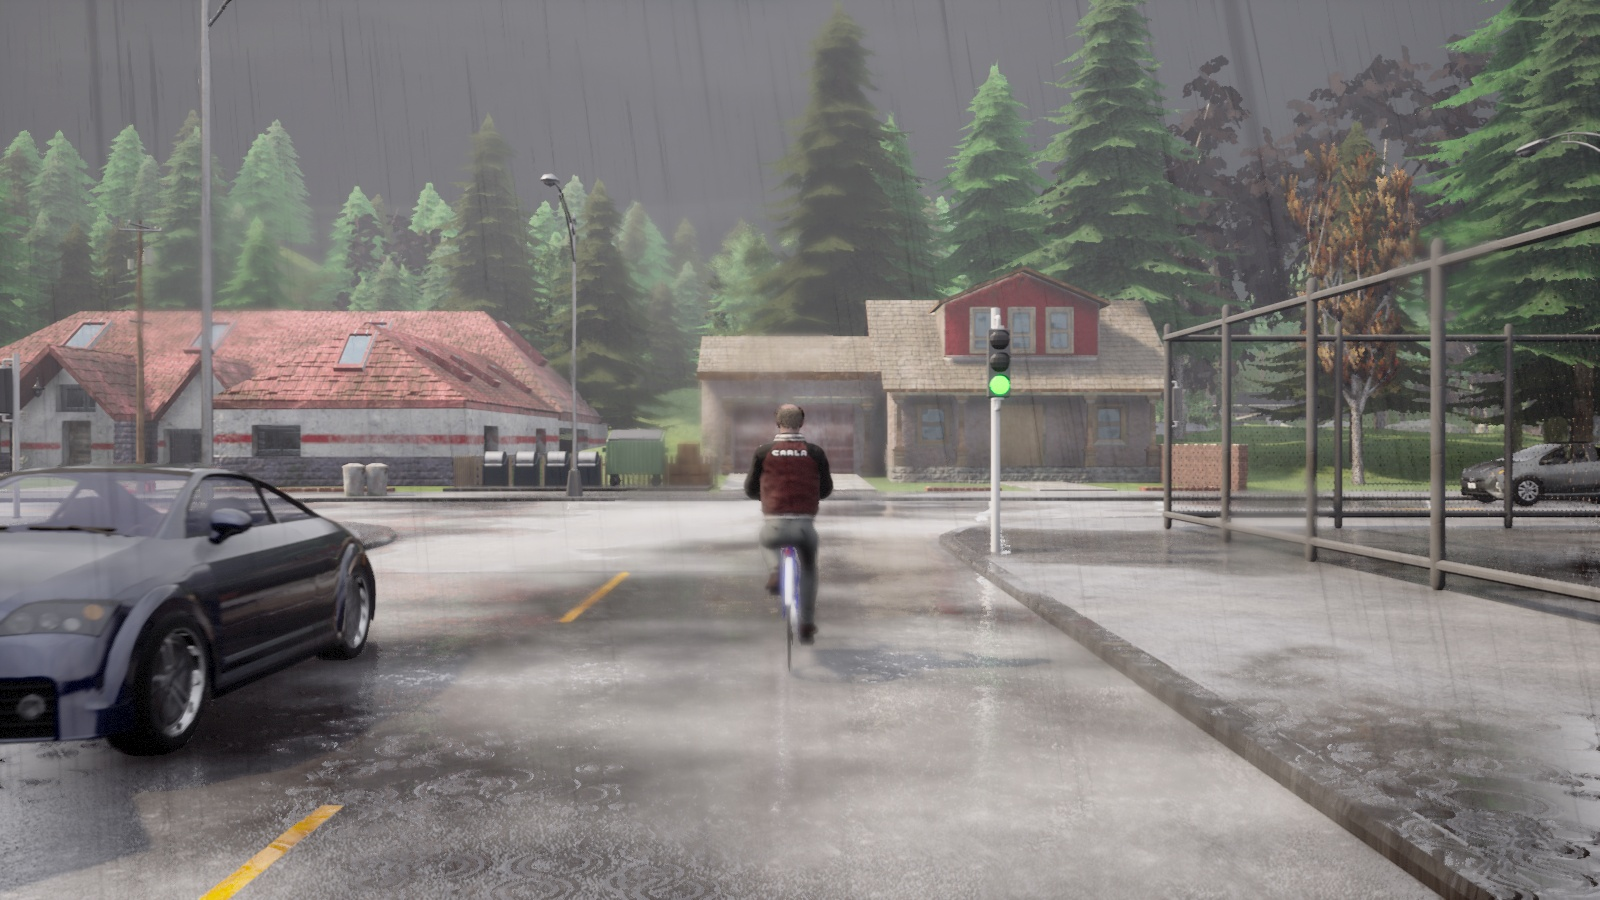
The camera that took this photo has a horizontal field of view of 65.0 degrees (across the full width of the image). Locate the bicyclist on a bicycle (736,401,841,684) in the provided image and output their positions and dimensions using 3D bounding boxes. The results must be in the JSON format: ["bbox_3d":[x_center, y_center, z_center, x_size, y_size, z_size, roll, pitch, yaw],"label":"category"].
[{"bbox_3d":[-0.066,0.573,8.785,0.659,1.776,1.843,0,0,0],"label":"bicyclist on a bicycle"}]

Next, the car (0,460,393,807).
[{"bbox_3d":[-4.015,0.771,7.264,1.994,1.385,4.181,0,0,0],"label":"car"}]

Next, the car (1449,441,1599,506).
[{"bbox_3d":[18.498,0.554,30.417,4.514,1.525,2.007,0,0,-1],"label":"car"}]
